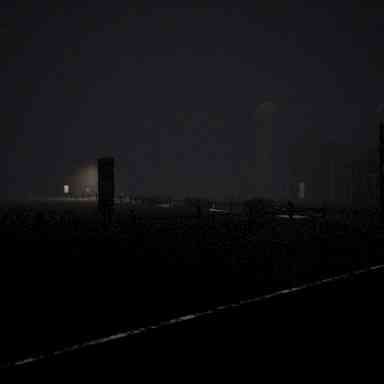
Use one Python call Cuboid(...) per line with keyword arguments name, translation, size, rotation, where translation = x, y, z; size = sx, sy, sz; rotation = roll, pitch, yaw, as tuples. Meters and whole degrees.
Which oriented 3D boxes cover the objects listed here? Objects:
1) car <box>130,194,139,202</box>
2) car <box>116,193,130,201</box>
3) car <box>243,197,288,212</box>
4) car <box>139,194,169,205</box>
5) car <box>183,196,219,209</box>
Cuboid(name="car", translation=(-8.677, 1.084, 59.318), size=(1.895, 1.301, 4.718), rotation=(-1, 1, -36))
Cuboid(name="car", translation=(-13.535, 0.905, 66.048), size=(1.837, 1.490, 4.892), rotation=(-1, 1, -36))
Cuboid(name="car", translation=(7.071, 1.306, 32.507), size=(1.837, 1.490, 4.892), rotation=(-1, 1, -36))
Cuboid(name="car", translation=(-5.529, 1.143, 50.050), size=(2.033, 1.411, 5.357), rotation=(-1, 1, -36))
Cuboid(name="car", translation=(0.994, 1.251, 40.961), size=(2.033, 1.411, 5.357), rotation=(-1, 1, -36))
